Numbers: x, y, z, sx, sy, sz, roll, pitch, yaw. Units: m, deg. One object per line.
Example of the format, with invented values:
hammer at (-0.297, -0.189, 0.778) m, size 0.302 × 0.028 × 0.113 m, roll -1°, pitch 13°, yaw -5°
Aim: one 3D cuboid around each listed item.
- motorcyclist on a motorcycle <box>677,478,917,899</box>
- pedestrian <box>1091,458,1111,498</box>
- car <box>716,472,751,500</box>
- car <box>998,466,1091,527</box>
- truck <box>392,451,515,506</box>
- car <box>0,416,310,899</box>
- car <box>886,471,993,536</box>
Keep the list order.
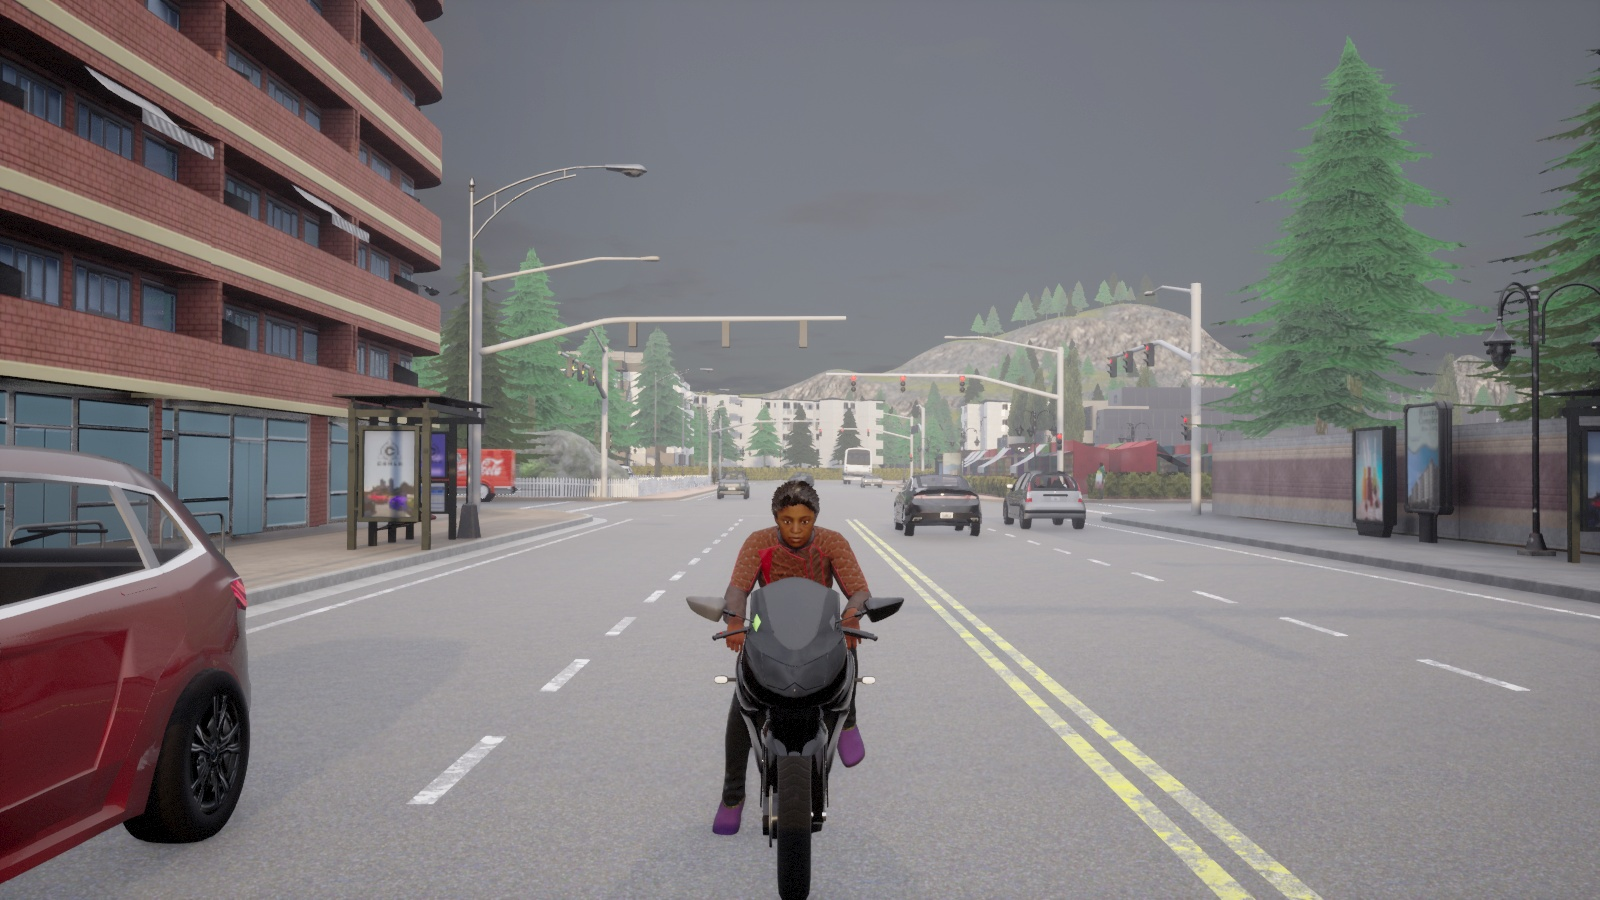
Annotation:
motorcyclist on a motorcycle at (-0.013, 0.884, 5.210) m, size 0.797 × 1.523 × 2.044 m, roll 0°, pitch -1°, yaw 0°
pedestrian at (14.978, 1.400, 62.524) m, size 0.873 × 1.952 × 0.659 m, roll 0°, pitch -1°, yaw 2°
car at (-3.670, 1.978, 69.887) m, size 1.789 × 1.549 × 3.705 m, roll 0°, pitch -1°, yaw 0°
car at (6.913, 1.286, 35.846) m, size 1.851 × 1.617 × 3.988 m, roll 0°, pitch -1°, yaw 0°
truck at (-15.895, 1.307, 57.886) m, size 5.204 × 2.467 × 2.627 m, roll 0°, pitch -1°, yaw -8°
car at (-3.511, 0.737, 3.845) m, size 2.242 × 1.667 × 4.611 m, roll 0°, pitch -1°, yaw 0°
car at (3.423, 1.288, 31.691) m, size 2.128 × 1.511 × 4.902 m, roll 0°, pitch -1°, yaw 0°
